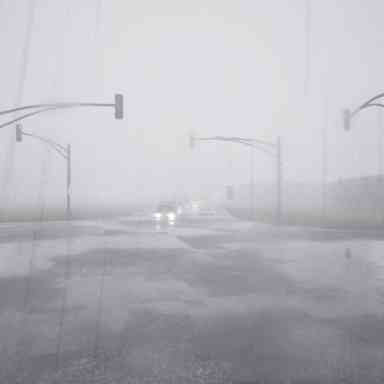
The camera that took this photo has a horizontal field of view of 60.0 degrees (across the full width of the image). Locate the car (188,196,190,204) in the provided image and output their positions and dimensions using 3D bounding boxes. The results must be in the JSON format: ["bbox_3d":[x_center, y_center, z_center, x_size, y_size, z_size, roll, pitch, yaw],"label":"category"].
[{"bbox_3d":[-1.403,1.471,63.389,2.128,1.511,4.902,0,0,4],"label":"car"}]

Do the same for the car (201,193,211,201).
[{"bbox_3d":[3.340,1.187,79.101,2.150,2.045,5.566,0,0,5],"label":"car"}]

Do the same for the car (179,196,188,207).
[{"bbox_3d":[-2.234,1.481,50.171,2.128,1.511,4.902,0,0,3],"label":"car"}]

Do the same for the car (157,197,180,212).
[{"bbox_3d":[-2.822,1.598,38.266,1.895,1.301,4.718,0,0,3],"label":"car"}]
